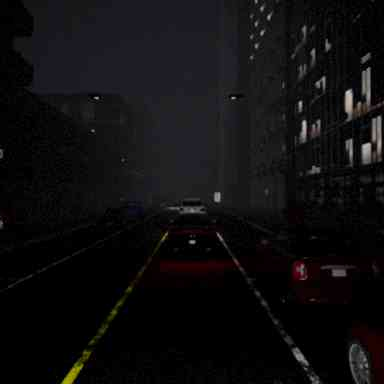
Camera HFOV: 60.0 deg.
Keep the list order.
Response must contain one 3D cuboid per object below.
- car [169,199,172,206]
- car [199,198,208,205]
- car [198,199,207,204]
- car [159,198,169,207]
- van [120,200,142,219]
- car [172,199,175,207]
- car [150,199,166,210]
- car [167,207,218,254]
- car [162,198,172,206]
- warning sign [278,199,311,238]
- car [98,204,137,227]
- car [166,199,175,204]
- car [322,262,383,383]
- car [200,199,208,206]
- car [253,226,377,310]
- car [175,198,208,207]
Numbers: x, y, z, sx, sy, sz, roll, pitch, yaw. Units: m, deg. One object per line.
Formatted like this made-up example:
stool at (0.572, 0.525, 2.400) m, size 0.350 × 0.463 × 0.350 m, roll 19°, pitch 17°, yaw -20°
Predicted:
car at (-5.654, 2.010, 64.507) m, size 2.192 × 1.841 × 5.009 m, roll 0°, pitch -1°, yaw 0°
car at (2.737, 2.325, 81.445) m, size 1.967 × 1.590 × 4.097 m, roll 0°, pitch -1°, yaw 0°
car at (2.740, 2.499, 87.093) m, size 2.008 × 1.369 × 4.403 m, roll 0°, pitch -1°, yaw 0°
car at (-5.657, 2.213, 58.856) m, size 1.802 × 1.307 × 4.206 m, roll 0°, pitch -1°, yaw 0°
van at (-5.673, 1.666, 30.617) m, size 1.690 × 1.788 × 3.998 m, roll 0°, pitch -1°, yaw 0°
car at (-2.974, 2.304, 65.296) m, size 1.895 × 1.301 × 4.718 m, roll 0°, pitch -1°, yaw 0°
car at (-5.660, 2.150, 53.207) m, size 1.802 × 1.307 × 4.206 m, roll 0°, pitch -1°, yaw 0°
car at (0.036, 1.629, 14.223) m, size 1.882 × 1.535 × 5.008 m, roll 0°, pitch 0°, yaw 0°
car at (-5.647, 2.261, 75.802) m, size 1.967 × 1.590 × 4.097 m, roll 0°, pitch -1°, yaw 0°
warning sign at (5.077, 1.292, 16.609) m, size 1.300 × 1.860 × 1.060 m, roll 0°, pitch -1°, yaw 0°
car at (-5.677, 1.832, 24.966) m, size 1.947 × 1.339 × 4.313 m, roll 0°, pitch -1°, yaw 0°
car at (-5.641, 2.500, 87.097) m, size 2.008 × 1.369 × 4.403 m, roll 0°, pitch -1°, yaw 0°
car at (2.691, 1.608, 2.369) m, size 1.802 × 1.307 × 4.206 m, roll 0°, pitch -1°, yaw 0°
car at (2.734, 2.348, 75.966) m, size 1.752 × 1.417 × 4.829 m, roll 0°, pitch -1°, yaw 0°
car at (2.694, 1.526, 8.017) m, size 1.967 × 1.590 × 4.097 m, roll 0°, pitch -1°, yaw 0°
car at (0.028, 1.518, 27.552) m, size 2.150 × 2.045 × 5.566 m, roll 0°, pitch 0°, yaw 0°
